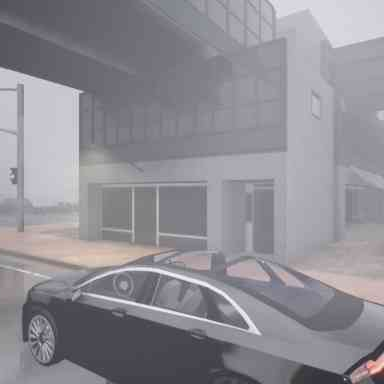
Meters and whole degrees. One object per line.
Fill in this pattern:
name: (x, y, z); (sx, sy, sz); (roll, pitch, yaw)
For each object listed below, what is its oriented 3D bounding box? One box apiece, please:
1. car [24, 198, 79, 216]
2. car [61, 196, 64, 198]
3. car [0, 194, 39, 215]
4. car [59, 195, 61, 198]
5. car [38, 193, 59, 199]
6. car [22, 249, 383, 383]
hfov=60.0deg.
car: (-13.405, 1.601, 32.655); (1.895, 1.301, 4.718); (0, 0, 36)
car: (-12.565, 1.478, 39.660); (1.882, 1.535, 5.008); (0, 0, 37)
car: (-17.903, 1.352, 32.429); (2.097, 1.767, 4.553); (0, 0, 36)
car: (-28.861, 1.364, 71.730); (3.905, 1.438, 1.784); (0, 0, 35)
car: (-30.588, 1.153, 69.404); (4.605, 1.855, 1.932); (0, 0, 35)
car: (-0.217, 1.492, 4.148); (4.902, 1.511, 2.128); (0, 0, 35)
